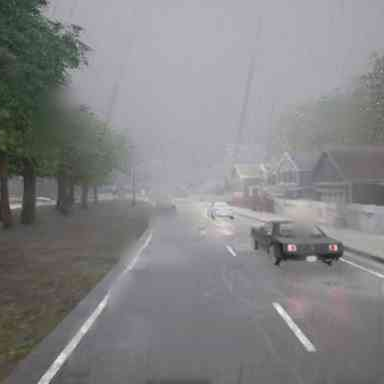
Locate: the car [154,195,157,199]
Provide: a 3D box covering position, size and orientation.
[{"bbox_3d":[-4.393,1.626,50.212,1.812,1.442,4.674,0,0,-8],"label":"car"}]

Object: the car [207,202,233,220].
[{"bbox_3d":[2.429,1.615,29.473,1.812,1.442,4.674,0,0,-4],"label":"car"}]

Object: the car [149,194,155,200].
[{"bbox_3d":[-9.928,1.374,86.458,1.882,1.535,5.008,0,0,-14],"label":"car"}]

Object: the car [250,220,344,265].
[{"bbox_3d":[3.389,1.649,11.824,1.895,1.301,4.718,0,0,-2],"label":"car"}]

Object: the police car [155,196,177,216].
[{"bbox_3d":[-2.609,1.528,34.393,1.930,1.638,5.238,0,0,-5],"label":"police car"}]
